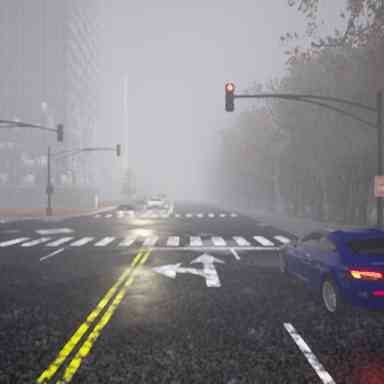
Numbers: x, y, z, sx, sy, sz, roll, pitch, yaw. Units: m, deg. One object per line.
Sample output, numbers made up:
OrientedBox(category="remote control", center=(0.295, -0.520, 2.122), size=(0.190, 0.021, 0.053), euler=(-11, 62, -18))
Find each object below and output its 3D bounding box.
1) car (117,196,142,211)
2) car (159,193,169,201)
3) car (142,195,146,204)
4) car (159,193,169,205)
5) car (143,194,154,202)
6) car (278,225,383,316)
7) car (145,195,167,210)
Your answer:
OrientedBox(category="car", center=(-7.469, 1.427, 39.147), size=(2.033, 1.411, 5.357), euler=(0, 0, -2))
OrientedBox(category="car", center=(-6.018, 1.012, 71.147), size=(2.097, 1.767, 4.553), euler=(0, 0, -4))
OrientedBox(category="car", center=(-8.256, 1.384, 54.939), size=(2.033, 1.411, 5.357), euler=(0, 0, -3))
OrientedBox(category="car", center=(-5.082, 1.186, 56.344), size=(2.097, 1.767, 4.553), euler=(0, 0, -3))
OrientedBox(category="car", center=(-9.217, 1.294, 70.365), size=(2.128, 1.511, 4.902), euler=(0, 0, -4))
OrientedBox(category="car", center=(3.318, 1.465, 7.340), size=(1.812, 1.442, 4.674), euler=(-3, -1, -2))
OrientedBox(category="car", center=(-4.250, 1.403, 39.972), size=(1.812, 1.442, 4.674), euler=(0, 0, -3))
